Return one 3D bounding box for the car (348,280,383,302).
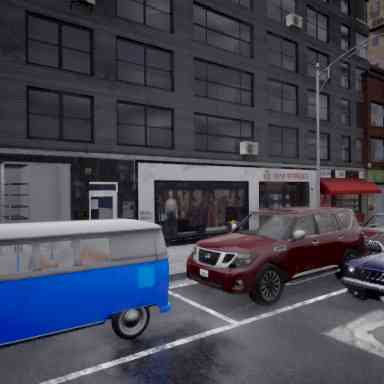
[{"bbox_3d":[5.260,1.598,7.131,4.718,1.301,1.895,0,0,-36],"label":"car"}]

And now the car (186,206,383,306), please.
[{"bbox_3d":[2.286,1.313,8.178,5.009,1.841,2.192,0,-1,-35],"label":"car"}]

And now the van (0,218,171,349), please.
[{"bbox_3d":[-2.261,1.341,4.934,3.998,1.788,1.690,0,-1,-35],"label":"van"}]
